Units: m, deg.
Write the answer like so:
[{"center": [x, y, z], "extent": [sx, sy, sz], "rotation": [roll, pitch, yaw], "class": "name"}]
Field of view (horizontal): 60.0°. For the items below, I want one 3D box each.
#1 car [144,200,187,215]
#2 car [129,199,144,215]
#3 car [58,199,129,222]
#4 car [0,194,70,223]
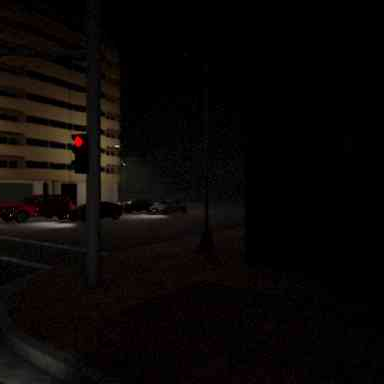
[{"center": [-2.297, 1.514, 33.610], "extent": [1.812, 1.442, 4.674], "rotation": [0, 0, 35], "class": "car"}, {"center": [-6.014, 1.476, 34.411], "extent": [2.128, 1.511, 4.902], "rotation": [0, 0, 35], "class": "car"}, {"center": [-7.592, 1.492, 26.065], "extent": [1.837, 1.490, 4.892], "rotation": [0, 0, 35], "class": "car"}, {"center": [-11.996, 1.207, 25.870], "extent": [2.150, 2.045, 5.566], "rotation": [0, 0, 35], "class": "car"}]
